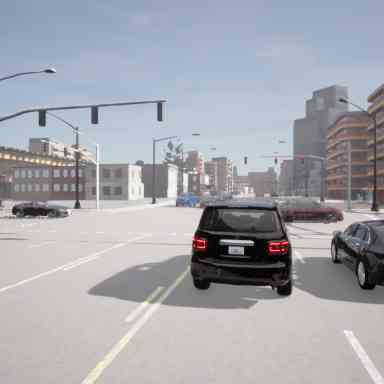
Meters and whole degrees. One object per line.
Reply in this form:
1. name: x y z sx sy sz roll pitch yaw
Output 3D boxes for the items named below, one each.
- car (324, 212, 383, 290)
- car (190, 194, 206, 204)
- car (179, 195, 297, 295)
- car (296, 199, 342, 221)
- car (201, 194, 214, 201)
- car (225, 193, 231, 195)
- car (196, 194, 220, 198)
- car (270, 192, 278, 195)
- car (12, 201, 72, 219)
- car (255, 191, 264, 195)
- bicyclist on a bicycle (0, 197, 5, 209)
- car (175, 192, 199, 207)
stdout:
1. car: 5.083 1.505 8.898 1.837 1.490 4.892 0 0 11
2. car: 1.096 1.217 57.916 1.837 1.490 4.892 0 1 11
3. car: 1.522 1.221 9.015 2.150 2.045 5.566 0 0 14
4. car: 8.607 1.330 24.409 4.553 1.767 2.097 0 0 10
5. car: 3.223 1.075 68.183 2.033 1.411 5.357 0 1 12
6. car: 5.965 1.091 64.226 1.837 1.490 4.892 0 1 12
7. car: 2.278 1.381 46.035 1.837 1.490 4.892 0 1 11
8. car: 20.766 0.743 84.461 2.033 1.411 5.357 0 1 11
9. car: -12.766 1.492 28.382 4.902 1.511 2.128 0 0 8
10. car: 17.331 0.559 85.135 2.097 1.767 4.553 0 1 11
11. bicyclist on a bicycle: -23.885 1.303 41.395 0.582 1.620 1.656 0 0 10
12. car: -0.806 1.079 48.438 2.150 2.045 5.566 0 1 12
